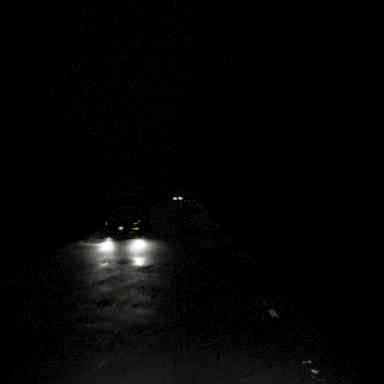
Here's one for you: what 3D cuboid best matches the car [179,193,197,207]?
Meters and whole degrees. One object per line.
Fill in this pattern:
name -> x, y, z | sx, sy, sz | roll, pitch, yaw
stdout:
car -> -0.319, 1.150, 43.589 | 2.033, 1.411, 5.357 | -1, 0, -1

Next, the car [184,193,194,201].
car -> -0.540, 0.918, 63.698 | 1.882, 1.535, 5.008 | -1, 1, 0

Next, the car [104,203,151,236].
car -> -3.266, 1.379, 17.606 | 1.837, 1.490, 4.892 | -1, 0, -1

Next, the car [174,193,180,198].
car -> -3.883, 0.868, 92.015 | 1.895, 1.301, 4.718 | -1, 0, -1
